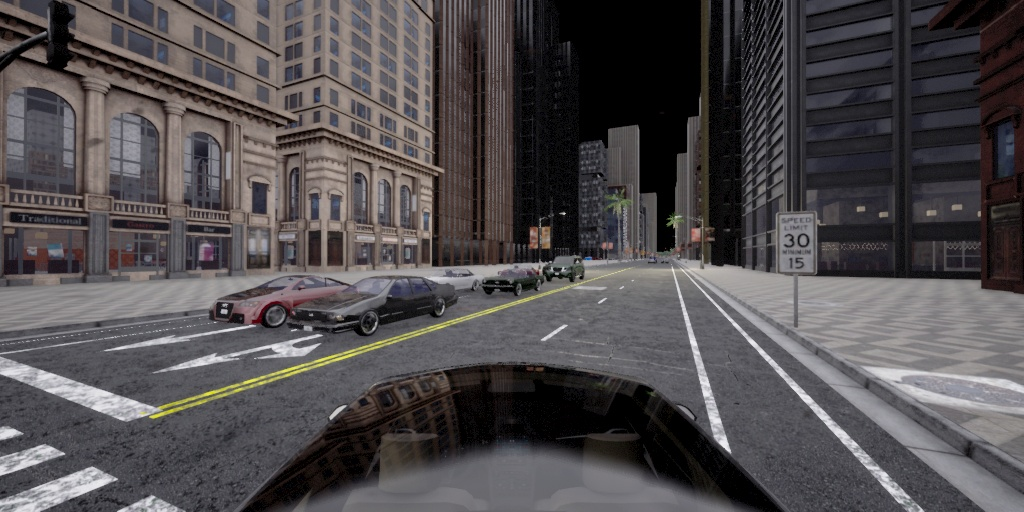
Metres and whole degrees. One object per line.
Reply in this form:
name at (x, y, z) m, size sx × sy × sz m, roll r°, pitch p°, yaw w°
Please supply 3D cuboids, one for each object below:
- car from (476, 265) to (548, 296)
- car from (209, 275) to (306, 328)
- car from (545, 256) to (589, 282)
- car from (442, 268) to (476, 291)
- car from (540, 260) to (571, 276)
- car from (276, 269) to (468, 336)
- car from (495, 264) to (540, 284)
car at (0.163, 1.358, 19.577) m, size 1.895 × 1.301 × 4.718 m, roll 0°, pitch 0°, yaw 24°
car at (-6.939, 1.316, 11.469) m, size 1.994 × 1.385 × 4.181 m, roll 0°, pitch 0°, yaw 24°
car at (4.463, 0.987, 29.372) m, size 2.150 × 2.045 × 5.566 m, roll 0°, pitch 0°, yaw 23°
car at (-3.424, 1.357, 19.494) m, size 1.895 × 1.301 × 4.718 m, roll 0°, pitch 0°, yaw 24°
car at (4.713, 1.251, 37.947) m, size 1.882 × 1.535 × 5.008 m, roll 0°, pitch 0°, yaw 24°
car at (-3.690, 1.299, 10.796) m, size 2.033 × 1.411 × 5.357 m, roll 0°, pitch 0°, yaw 24°
car at (0.579, 1.364, 28.616) m, size 1.895 × 1.301 × 4.718 m, roll 0°, pitch 0°, yaw 24°
